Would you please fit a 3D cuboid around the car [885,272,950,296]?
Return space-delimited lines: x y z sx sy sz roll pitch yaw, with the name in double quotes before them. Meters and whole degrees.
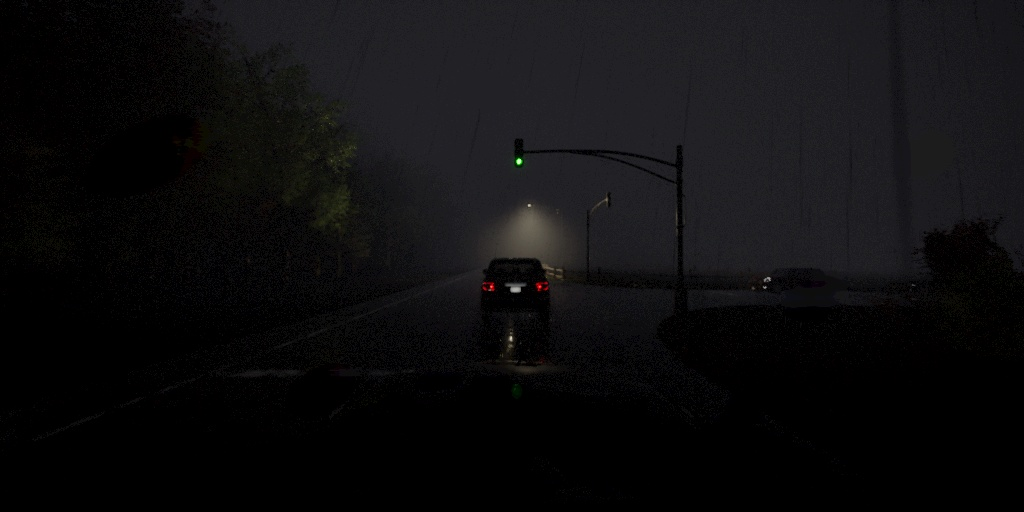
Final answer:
"car" 26.979 1.749 22.946 5.008 1.535 1.882 1 -1 1

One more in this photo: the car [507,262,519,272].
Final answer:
"car" 0.095 1.701 57.803 1.837 1.490 4.892 0 -1 0

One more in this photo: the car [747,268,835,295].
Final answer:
"car" 17.755 1.523 23.025 4.553 1.767 2.097 1 -1 1

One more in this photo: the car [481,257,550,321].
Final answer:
"car" 0.103 1.067 13.048 2.150 2.045 5.566 0 0 0
